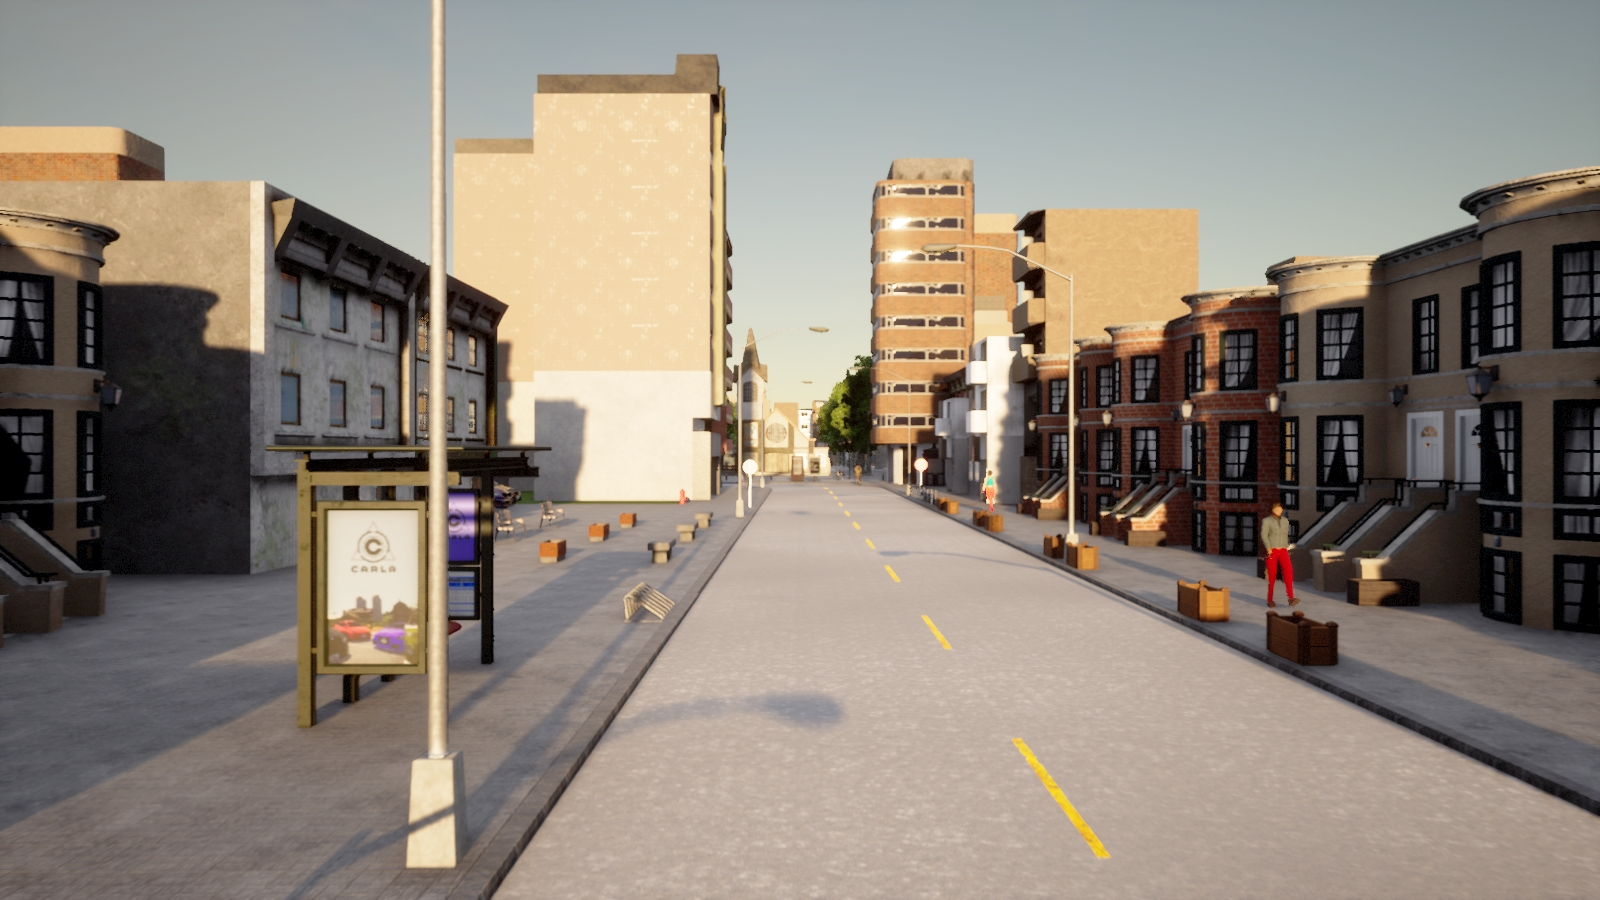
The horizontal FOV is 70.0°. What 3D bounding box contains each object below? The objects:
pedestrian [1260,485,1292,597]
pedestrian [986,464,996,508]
[{"bbox_3d":[8.048,1.525,19.322,0.375,1.860,0.375,0,0,0],"label":"pedestrian"},{"bbox_3d":[8.116,1.525,48.536,0.375,1.860,0.375,0,0,-3],"label":"pedestrian"}]
